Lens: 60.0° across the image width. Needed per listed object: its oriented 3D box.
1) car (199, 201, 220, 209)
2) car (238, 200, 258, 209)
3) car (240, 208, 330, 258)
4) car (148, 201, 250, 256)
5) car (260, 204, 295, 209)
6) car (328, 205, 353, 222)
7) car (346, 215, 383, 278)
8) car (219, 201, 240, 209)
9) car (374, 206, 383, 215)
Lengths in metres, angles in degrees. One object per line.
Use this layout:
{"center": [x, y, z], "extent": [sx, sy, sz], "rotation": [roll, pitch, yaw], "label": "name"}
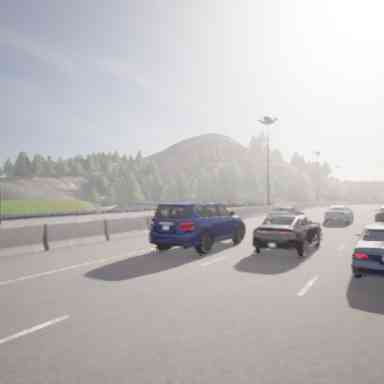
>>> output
{"center": [3.274, 2.363, 60.840], "extent": [1.895, 1.301, 4.718], "rotation": [-1, -1, 31], "label": "car"}
{"center": [9.918, 2.202, 58.355], "extent": [1.837, 1.490, 4.892], "rotation": [-1, -1, 31], "label": "car"}
{"center": [4.008, 1.643, 13.592], "extent": [2.128, 1.511, 4.902], "rotation": [-1, -1, 31], "label": "car"}
{"center": [0.419, 1.405, 14.424], "extent": [2.150, 2.045, 5.566], "rotation": [-1, -1, 31], "label": "car"}
{"center": [7.471, 1.836, 26.434], "extent": [2.033, 1.411, 5.357], "rotation": [-1, -1, 31], "label": "car"}
{"center": [11.966, 1.795, 27.115], "extent": [1.812, 1.442, 4.674], "rotation": [-1, -1, 31], "label": "car"}
{"center": [5.903, 1.641, 9.954], "extent": [2.033, 1.411, 5.357], "rotation": [-1, -1, 31], "label": "car"}
{"center": [6.757, 2.335, 59.852], "extent": [1.895, 1.301, 4.718], "rotation": [-1, -1, 31], "label": "car"}
{"center": [14.985, 1.755, 25.347], "extent": [1.812, 1.442, 4.674], "rotation": [-1, -1, 31], "label": "car"}
